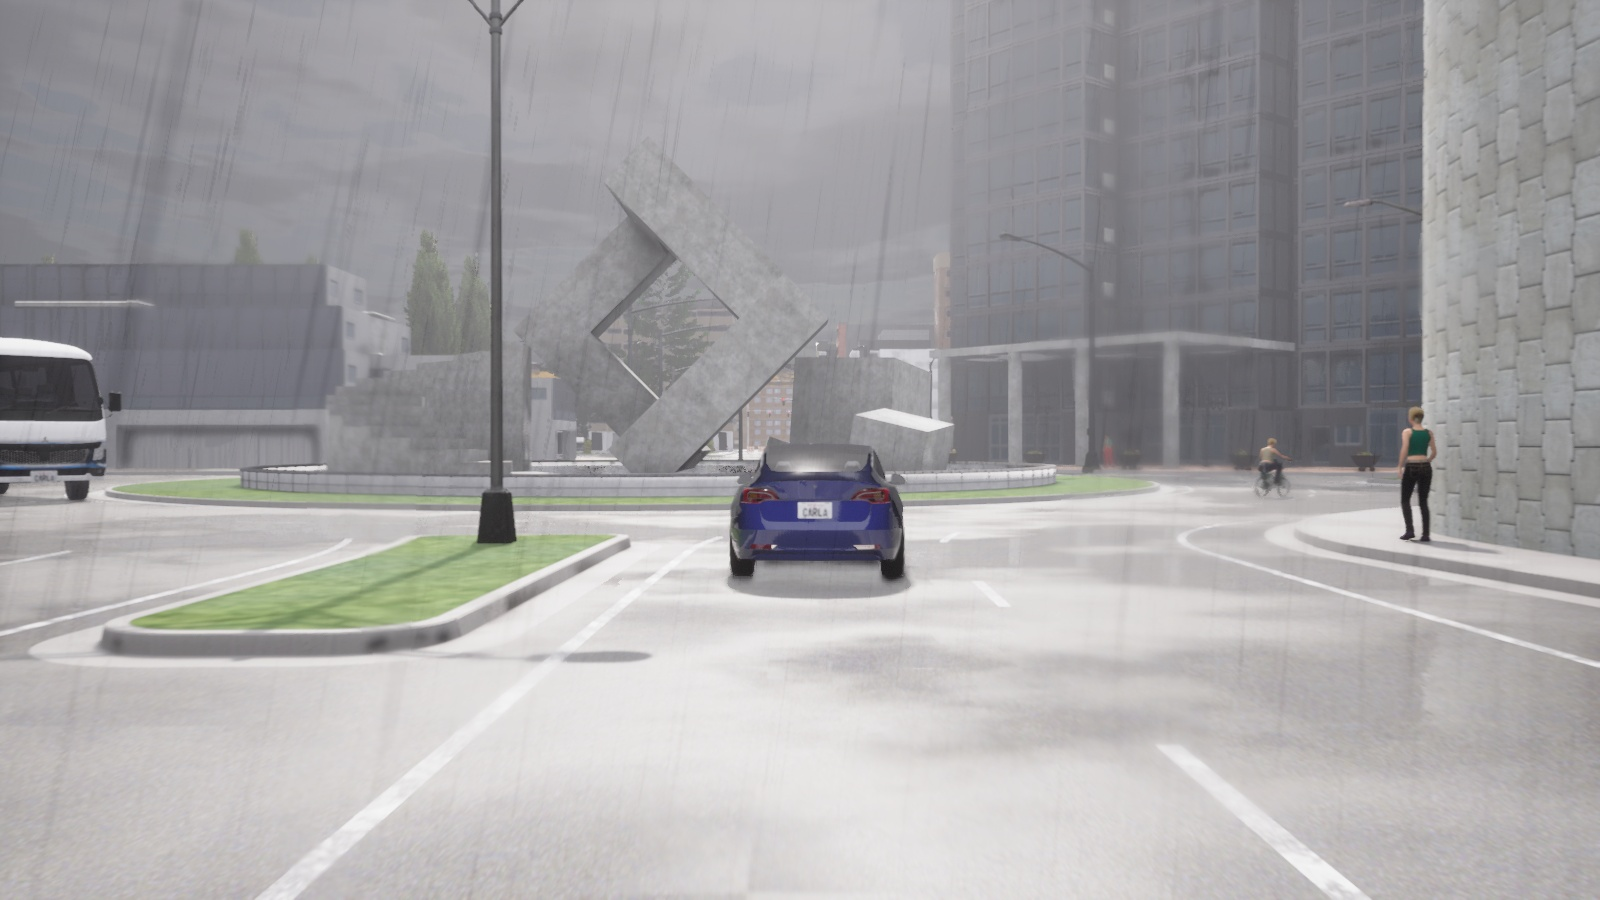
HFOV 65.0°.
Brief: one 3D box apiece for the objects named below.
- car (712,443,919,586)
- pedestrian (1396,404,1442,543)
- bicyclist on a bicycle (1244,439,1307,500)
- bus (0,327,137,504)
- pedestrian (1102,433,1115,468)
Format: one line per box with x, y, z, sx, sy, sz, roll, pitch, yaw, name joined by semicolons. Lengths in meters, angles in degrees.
0.255;0.659;15.493;2.163;1.488;4.792;0;0;2;car
8.335;0.313;16.932;0.345;1.836;0.594;0;0;3;pedestrian
12.827;0.502;33.850;1.509;1.612;0.866;0;1;-35;bicyclist on a bicycle
-22.390;-0.840;34.183;10.273;4.253;3.944;0;0;39;bus
16.344;0.044;66.469;0.345;1.836;0.594;0;0;-34;pedestrian
